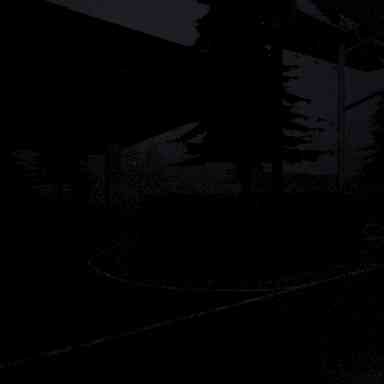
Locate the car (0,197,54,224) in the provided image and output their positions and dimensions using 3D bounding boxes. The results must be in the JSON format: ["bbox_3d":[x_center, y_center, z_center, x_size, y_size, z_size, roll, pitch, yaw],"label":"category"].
[{"bbox_3d":[-11.959,1.313,23.487,3.866,1.878,1.905,0,0,-36],"label":"car"}]
